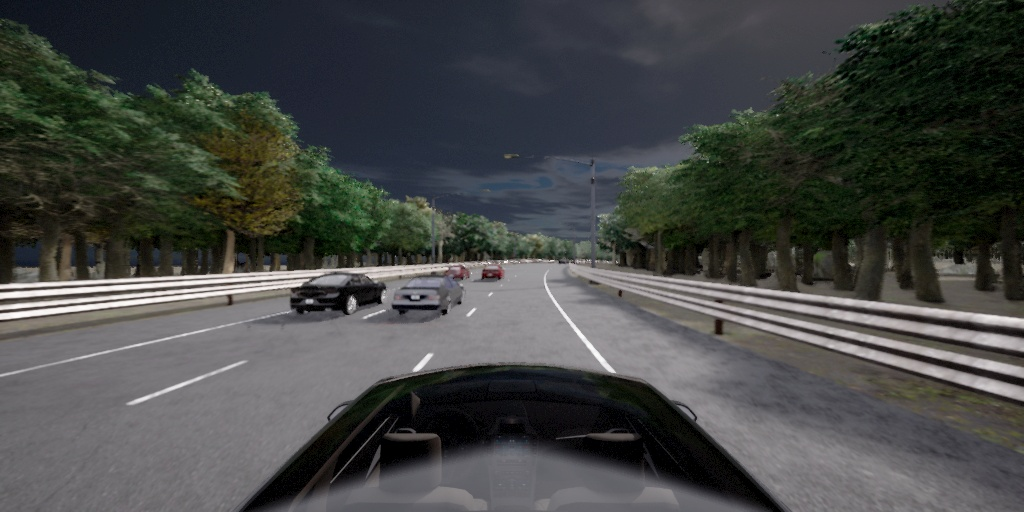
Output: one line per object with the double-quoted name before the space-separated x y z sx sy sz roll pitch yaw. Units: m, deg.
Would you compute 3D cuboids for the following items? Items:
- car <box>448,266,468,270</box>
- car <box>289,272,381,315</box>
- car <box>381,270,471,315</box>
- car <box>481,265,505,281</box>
"car" -5.410 1.663 35.688 1.812 1.442 4.674 0 0 5
"car" -6.656 1.386 14.395 1.882 1.535 5.008 0 -1 2
"car" -3.164 1.463 14.549 2.033 1.411 5.357 0 -1 2
"car" -1.852 1.620 36.234 1.882 1.535 5.008 0 0 5
